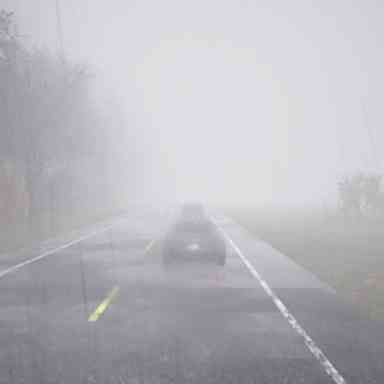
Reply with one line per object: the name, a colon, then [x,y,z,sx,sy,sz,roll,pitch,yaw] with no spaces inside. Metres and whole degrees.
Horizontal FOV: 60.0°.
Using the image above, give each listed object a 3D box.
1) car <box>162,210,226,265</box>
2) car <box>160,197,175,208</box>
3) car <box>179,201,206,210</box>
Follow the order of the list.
car: [0.069,1.557,11.611,1.994,1.385,4.181,0,0,0]
car: [-3.594,1.483,48.623,1.812,1.442,4.674,0,0,0]
car: [0.064,1.487,26.674,1.837,1.490,4.892,0,0,0]
